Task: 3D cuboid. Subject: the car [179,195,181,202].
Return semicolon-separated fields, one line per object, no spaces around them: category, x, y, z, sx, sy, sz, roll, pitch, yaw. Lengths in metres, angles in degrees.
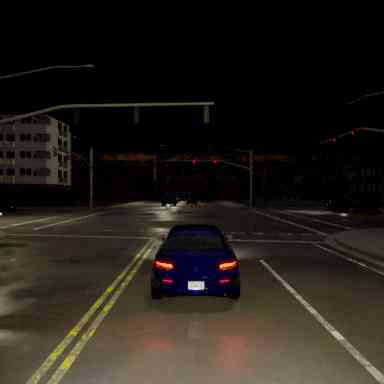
car;-3.624;1.526;63.622;1.812;1.442;4.674;0;0;1

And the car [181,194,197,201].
car;-0.816;1.355;83.311;2.097;1.767;4.553;0;0;27

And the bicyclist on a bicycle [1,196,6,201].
bicyclist on a bicycle;-25.479;1.300;44.831;0.582;1.620;1.656;0;0;0

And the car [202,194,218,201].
car;4.617;1.355;85.282;2.097;1.767;4.553;0;0;39

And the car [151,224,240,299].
car;0.077;1.526;8.312;1.812;1.442;4.674;0;0;0

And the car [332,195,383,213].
car;17.510;1.342;34.087;5.008;1.535;1.882;-1;0;1

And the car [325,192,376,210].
car;18.095;1.082;37.584;5.566;2.045;2.150;-1;0;0

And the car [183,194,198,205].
car;0.010;1.491;60.669;2.128;1.511;4.902;0;0;0

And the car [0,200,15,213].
car;-21.203;1.564;35.449;4.181;1.385;1.994;0;0;1

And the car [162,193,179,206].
car;-3.636;1.221;53.985;2.150;2.045;5.566;0;0;-1
